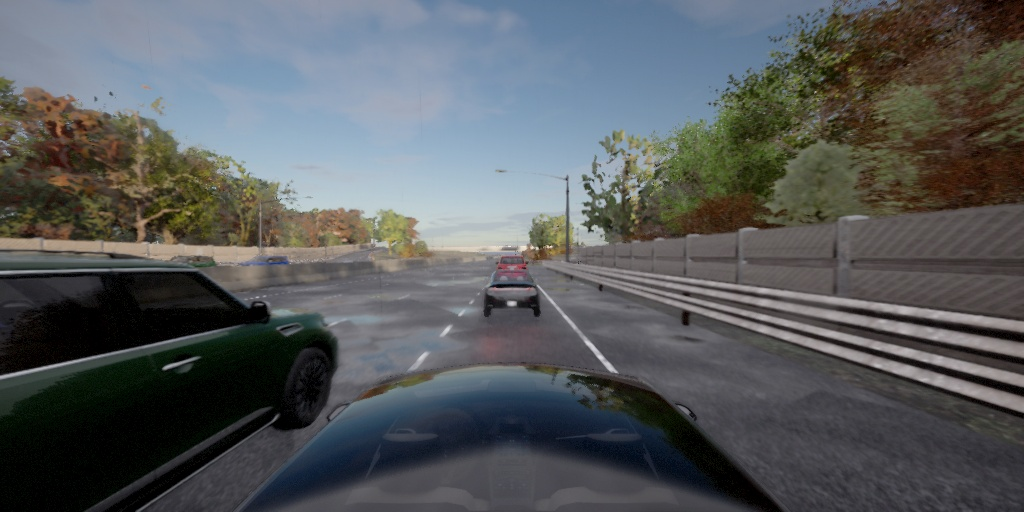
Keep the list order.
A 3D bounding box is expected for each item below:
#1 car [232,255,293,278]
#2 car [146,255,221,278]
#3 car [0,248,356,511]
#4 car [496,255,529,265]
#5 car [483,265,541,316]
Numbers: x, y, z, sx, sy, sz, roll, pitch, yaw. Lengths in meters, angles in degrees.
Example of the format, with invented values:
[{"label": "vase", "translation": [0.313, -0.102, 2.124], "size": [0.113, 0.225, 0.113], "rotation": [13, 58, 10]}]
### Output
[{"label": "car", "translation": [-24.570, 0.988, 35.705], "size": [2.150, 2.045, 5.566], "rotation": [0, -1, 0]}, {"label": "car", "translation": [-31.564, 0.987, 34.817], "size": [2.150, 2.045, 5.566], "rotation": [0, 0, 0]}, {"label": "car", "translation": [-3.401, 0.971, 2.468], "size": [2.150, 2.045, 5.566], "rotation": [0, 0, 0]}, {"label": "car", "translation": [0.003, 0.975, 26.007], "size": [2.150, 2.045, 5.566], "rotation": [0, 0, 0]}, {"label": "car", "translation": [0.001, 1.238, 13.295], "size": [2.128, 1.511, 4.902], "rotation": [0, 0, 0]}]
